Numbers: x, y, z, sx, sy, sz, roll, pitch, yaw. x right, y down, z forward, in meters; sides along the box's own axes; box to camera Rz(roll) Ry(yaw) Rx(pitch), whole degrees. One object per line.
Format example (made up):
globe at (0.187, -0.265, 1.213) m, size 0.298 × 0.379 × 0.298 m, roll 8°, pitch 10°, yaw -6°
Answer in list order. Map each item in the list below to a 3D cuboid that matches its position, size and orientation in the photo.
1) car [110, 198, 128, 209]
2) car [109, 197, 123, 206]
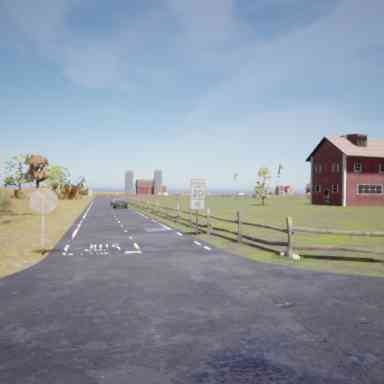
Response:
car at (-10.202, 1.584, 47.222) m, size 2.128 × 1.511 × 4.902 m, roll 1°, pitch 0°, yaw -16°
car at (-13.043, 1.656, 56.893) m, size 2.033 × 1.411 × 5.357 m, roll 1°, pitch 0°, yaw -16°
